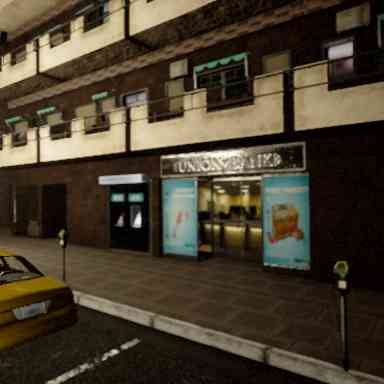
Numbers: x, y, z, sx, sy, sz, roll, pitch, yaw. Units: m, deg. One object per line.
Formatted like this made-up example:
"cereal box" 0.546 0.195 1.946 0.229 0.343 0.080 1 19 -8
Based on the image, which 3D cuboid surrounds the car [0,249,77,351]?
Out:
"car" -3.979 1.526 5.730 4.829 1.417 1.752 0 -1 36
